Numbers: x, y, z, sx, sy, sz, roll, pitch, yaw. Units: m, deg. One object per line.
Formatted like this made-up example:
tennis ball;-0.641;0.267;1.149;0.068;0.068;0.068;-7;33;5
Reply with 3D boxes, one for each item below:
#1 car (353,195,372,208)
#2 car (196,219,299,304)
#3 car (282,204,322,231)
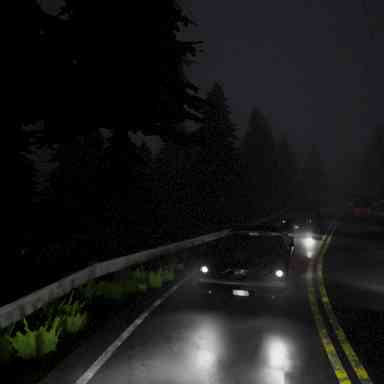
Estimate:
car;20.686;1.060;40.217;2.128;1.511;4.902;-2;0;28
car;1.602;1.599;8.425;1.895;1.301;4.718;-1;0;18
car;6.701;1.461;20.058;2.033;1.411;5.357;-2;0;26
